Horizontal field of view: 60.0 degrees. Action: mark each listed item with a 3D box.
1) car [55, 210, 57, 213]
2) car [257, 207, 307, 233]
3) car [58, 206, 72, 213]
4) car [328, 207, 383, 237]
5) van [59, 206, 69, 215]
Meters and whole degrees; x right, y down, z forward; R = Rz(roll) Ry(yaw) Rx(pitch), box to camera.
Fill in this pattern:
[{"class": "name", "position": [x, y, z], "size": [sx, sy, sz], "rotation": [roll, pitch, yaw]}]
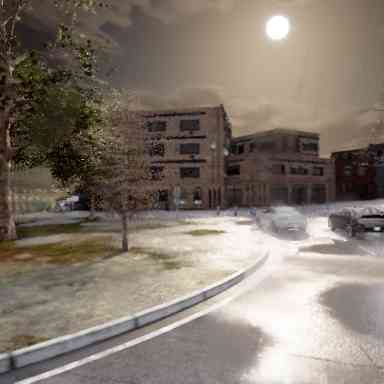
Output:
[{"class": "car", "position": [-33.951, 5.272, 86.968], "size": [2.002, 1.452, 4.674], "rotation": [0, -4, -23]}, {"class": "car", "position": [5.440, 1.633, 20.448], "size": [1.812, 1.442, 4.674], "rotation": [0, 0, -6]}, {"class": "car", "position": [-25.230, 3.699, 66.789], "size": [2.002, 1.452, 4.674], "rotation": [1, -5, -23]}, {"class": "car", "position": [8.993, 1.542, 18.176], "size": [2.128, 1.511, 4.902], "rotation": [-1, 0, 5]}, {"class": "van", "position": [-29.643, 4.226, 76.973], "size": [1.878, 1.987, 4.442], "rotation": [0, -4, -23]}]
